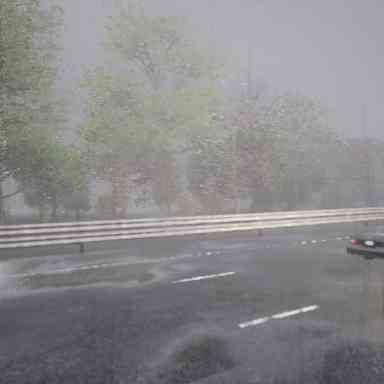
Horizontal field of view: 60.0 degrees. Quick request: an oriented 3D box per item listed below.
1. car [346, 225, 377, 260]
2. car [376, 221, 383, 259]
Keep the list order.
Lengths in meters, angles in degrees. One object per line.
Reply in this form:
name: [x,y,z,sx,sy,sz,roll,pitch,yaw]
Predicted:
car: [7.871,1.674,11.894,5.357,1.411,2.033,0,-2,-29]
car: [6.357,1.397,7.035,4.553,1.767,2.097,0,-2,-29]
